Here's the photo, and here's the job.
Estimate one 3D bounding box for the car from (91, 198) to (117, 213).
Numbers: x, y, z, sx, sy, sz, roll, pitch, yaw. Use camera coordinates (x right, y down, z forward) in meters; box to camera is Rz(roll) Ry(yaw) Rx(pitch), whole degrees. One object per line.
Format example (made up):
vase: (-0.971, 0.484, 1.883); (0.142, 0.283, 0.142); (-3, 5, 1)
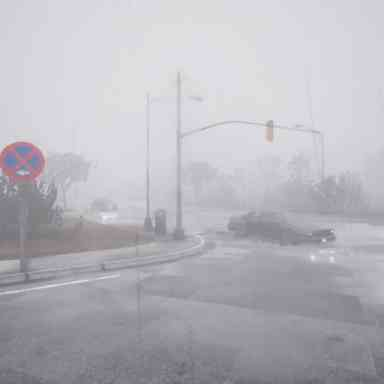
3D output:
car: (-9.885, 1.456, 37.220); (2.128, 1.511, 4.902); (0, 1, -32)

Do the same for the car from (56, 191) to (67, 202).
car: (-24.045, 0.644, 58.785); (2.150, 2.045, 5.566); (0, 1, -40)

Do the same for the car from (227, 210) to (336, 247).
car: (3.849, 1.542, 15.483); (2.033, 1.411, 5.357); (0, 0, -32)
